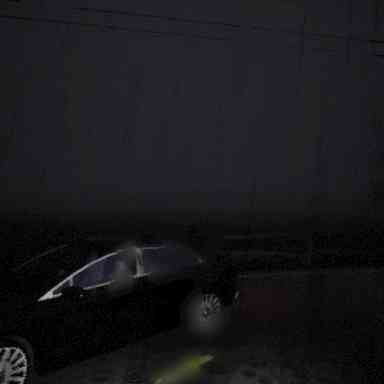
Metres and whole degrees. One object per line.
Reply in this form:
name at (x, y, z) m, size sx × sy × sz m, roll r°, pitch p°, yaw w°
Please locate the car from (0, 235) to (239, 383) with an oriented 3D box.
car at (-1.398, 1.453, 4.907) m, size 4.902 × 1.511 × 2.128 m, roll 1°, pitch 0°, yaw -41°
